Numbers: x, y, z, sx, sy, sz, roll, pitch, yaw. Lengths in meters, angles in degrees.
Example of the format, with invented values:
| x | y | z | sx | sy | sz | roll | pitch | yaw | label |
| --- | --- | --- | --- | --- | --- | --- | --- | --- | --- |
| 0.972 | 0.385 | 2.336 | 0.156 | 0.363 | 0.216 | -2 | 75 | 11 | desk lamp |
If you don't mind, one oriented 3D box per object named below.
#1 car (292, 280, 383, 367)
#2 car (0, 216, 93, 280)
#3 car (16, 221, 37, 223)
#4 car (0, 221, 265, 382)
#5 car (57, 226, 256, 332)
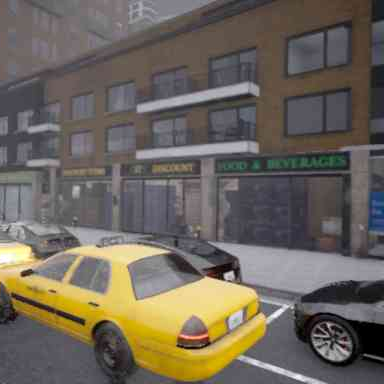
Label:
| x | y | z | sx | sy | sz | roll | pitch | yaw | label |
| --- | --- | --- | --- | --- | --- | --- | --- | --- | --- |
| 3.514 | 1.629 | 4.200 | 4.313 | 1.339 | 1.947 | 0 | 0 | 37 | car |
| -5.444 | 1.626 | 10.875 | 4.403 | 1.369 | 2.008 | 0 | 0 | 37 | car |
| -6.343 | 1.509 | 9.100 | 5.366 | 1.575 | 1.801 | 0 | -1 | 37 | car |
| -1.530 | 1.503 | 5.516 | 5.366 | 1.575 | 1.801 | 0 | -1 | 37 | car |
| -0.965 | 1.636 | 7.538 | 4.313 | 1.339 | 1.947 | 0 | 0 | 37 | car |
